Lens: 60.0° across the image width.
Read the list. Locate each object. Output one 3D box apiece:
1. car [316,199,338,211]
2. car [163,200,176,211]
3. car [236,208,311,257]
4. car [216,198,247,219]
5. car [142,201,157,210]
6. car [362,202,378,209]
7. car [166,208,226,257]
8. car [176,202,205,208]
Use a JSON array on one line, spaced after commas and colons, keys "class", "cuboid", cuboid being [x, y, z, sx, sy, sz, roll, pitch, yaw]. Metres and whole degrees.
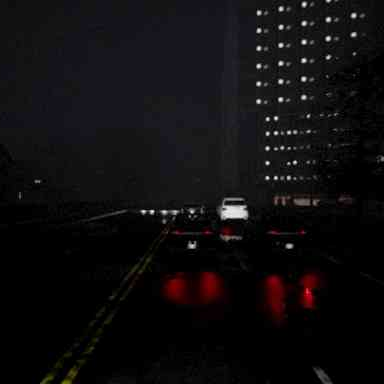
[{"class": "car", "cuboid": [22.997, 2.171, 54.514, 5.009, 1.841, 2.192, 0, 1, 20]}, {"class": "car", "cuboid": [-3.285, 2.003, 50.129, 1.812, 1.442, 4.674, 0, -1, 0]}, {"class": "car", "cuboid": [3.268, 1.615, 13.526, 2.128, 1.511, 4.902, 0, 0, 0]}, {"class": "car", "cuboid": [3.255, 1.479, 27.588, 2.150, 2.045, 5.566, 0, 0, 0]}, {"class": "car", "cuboid": [-6.521, 2.038, 51.469, 2.033, 1.411, 5.357, 0, -1, 0]}, {"class": "car", "cuboid": [31.029, 2.301, 59.970, 4.403, 1.369, 2.008, 0, 1, 20]}, {"class": "car", "cuboid": [0.018, 1.615, 13.524, 2.128, 1.511, 4.902, 0, 0, 0]}, {"class": "car", "cuboid": [0.013, 1.613, 28.421, 2.097, 1.767, 4.553, 0, -1, 0]}]
